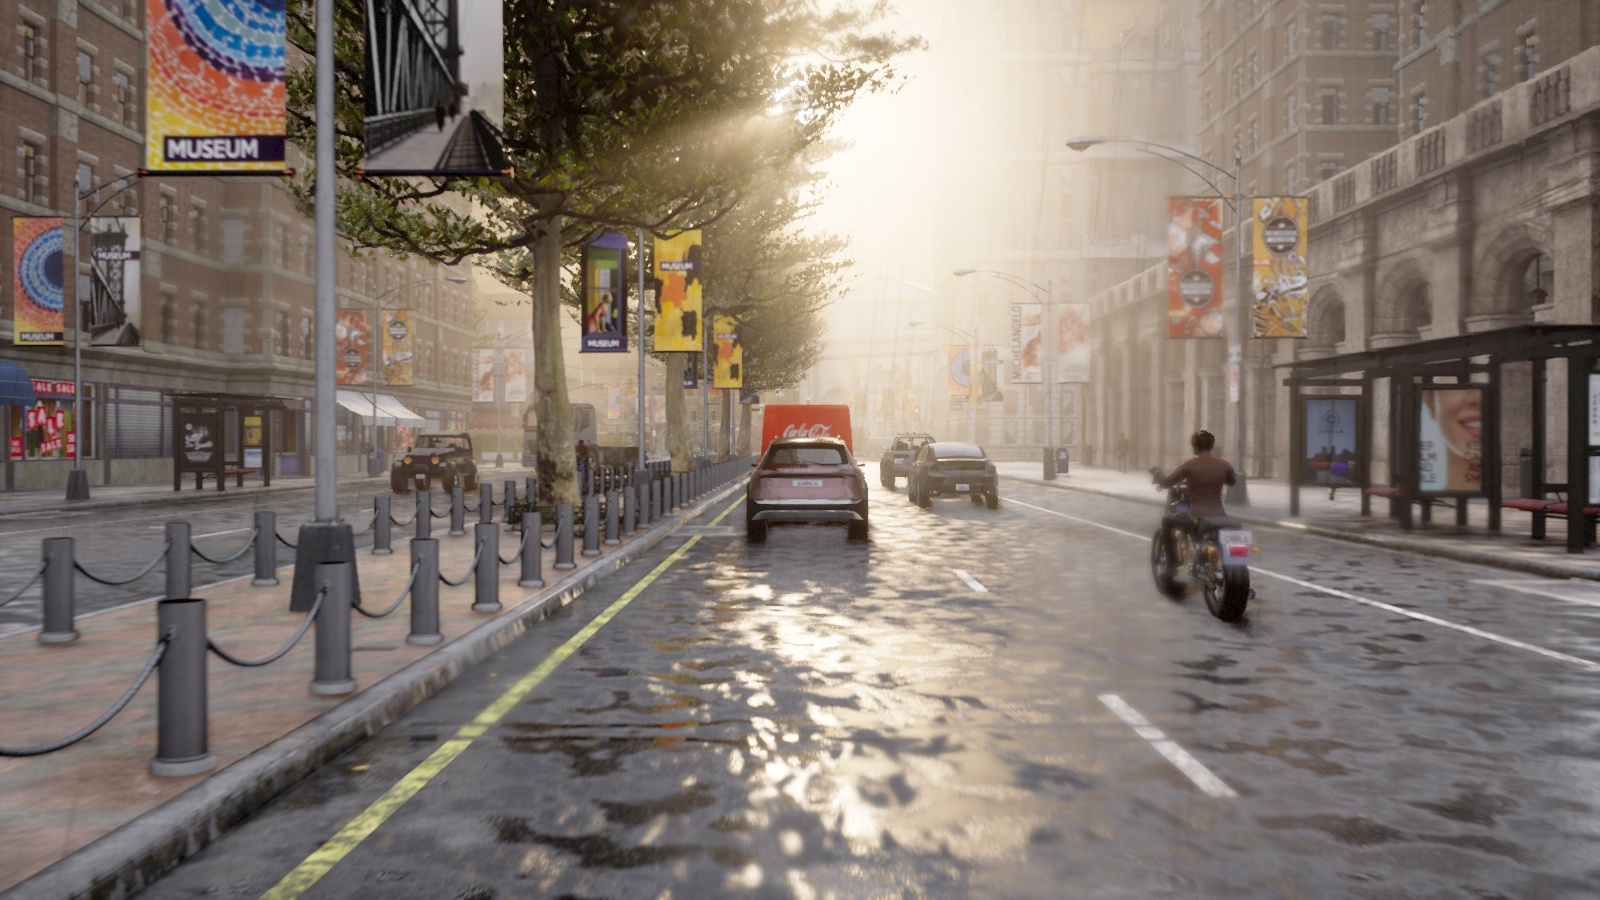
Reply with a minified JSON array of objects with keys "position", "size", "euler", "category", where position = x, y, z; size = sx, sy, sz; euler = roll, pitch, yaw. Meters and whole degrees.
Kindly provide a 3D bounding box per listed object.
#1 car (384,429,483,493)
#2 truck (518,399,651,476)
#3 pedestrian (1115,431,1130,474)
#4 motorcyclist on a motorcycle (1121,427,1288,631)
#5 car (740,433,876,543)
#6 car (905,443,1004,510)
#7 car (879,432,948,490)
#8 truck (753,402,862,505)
[{"position":[-11.279,0.315,38.925],"size":[1.905,1.878,3.866],"euler":[0,0,0],"category":"car"},{"position":[-10.246,-0.584,60.700],"size":[2.891,3.462,7.936],"euler":[0,0,19],"category":"truck"},{"position":[13.861,0.112,53.958],"size":[0.431,1.840,0.709],"euler":[0,0,0],"category":"pedestrian"},{"position":[3.570,0.636,11.328],"size":[0.766,1.649,2.350],"euler":[0,0,1],"category":"motorcyclist on a motorcycle"},{"position":[0.128,0.558,21.243],"size":[2.033,1.649,4.856],"euler":[0,0,0],"category":"car"},{"position":[3.678,0.582,30.723],"size":[1.837,1.490,4.892],"euler":[0,0,0],"category":"car"},{"position":[3.738,0.331,41.999],"size":[1.932,1.855,4.605],"euler":[0,0,0],"category":"car"},{"position":[0.189,0.075,32.836],"size":[2.627,2.467,5.204],"euler":[0,0,0],"category":"truck"}]
